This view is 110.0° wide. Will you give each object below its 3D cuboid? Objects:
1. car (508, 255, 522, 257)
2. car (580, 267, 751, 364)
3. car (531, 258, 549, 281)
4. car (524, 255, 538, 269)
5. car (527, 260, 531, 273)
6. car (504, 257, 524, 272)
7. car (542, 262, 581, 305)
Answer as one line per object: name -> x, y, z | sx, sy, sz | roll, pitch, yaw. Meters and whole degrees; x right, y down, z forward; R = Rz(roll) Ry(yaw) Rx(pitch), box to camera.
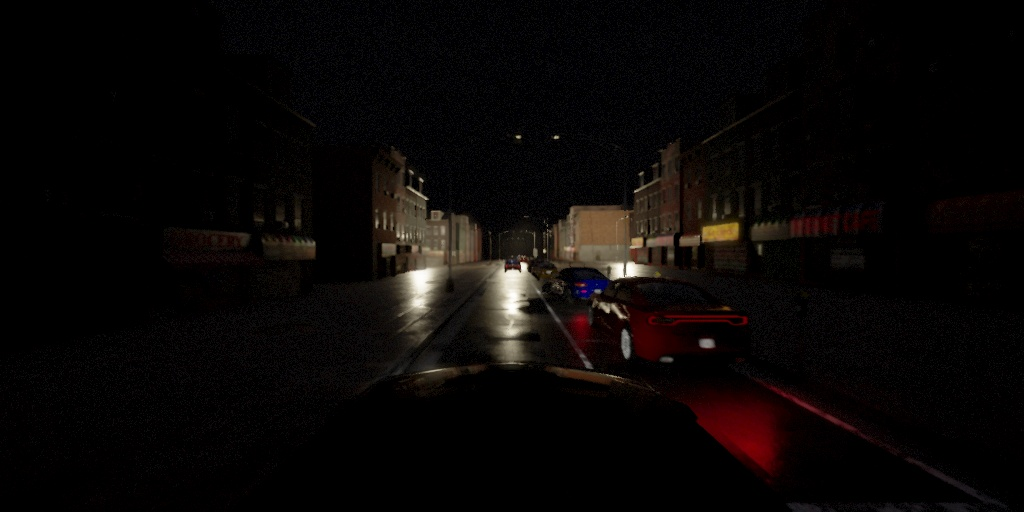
car -> -0.007, 0.801, 51.441 | 2.097, 1.767, 4.553 | 0, 0, 0
car -> 3.015, 1.179, 8.015 | 1.882, 1.535, 5.008 | 0, 0, 0
car -> 2.640, 1.097, 27.554 | 1.751, 1.417, 4.829 | 0, 0, 0
car -> 2.642, 0.949, 38.317 | 1.967, 1.591, 4.097 | 0, 0, 0
car -> 2.641, 1.121, 32.851 | 1.802, 1.307, 4.207 | 0, 0, 0
car -> 0.105, 1.100, 40.251 | 1.895, 1.301, 4.718 | 0, 0, 1
car -> 2.818, 1.174, 15.428 | 1.812, 1.442, 4.674 | 0, 0, -8
